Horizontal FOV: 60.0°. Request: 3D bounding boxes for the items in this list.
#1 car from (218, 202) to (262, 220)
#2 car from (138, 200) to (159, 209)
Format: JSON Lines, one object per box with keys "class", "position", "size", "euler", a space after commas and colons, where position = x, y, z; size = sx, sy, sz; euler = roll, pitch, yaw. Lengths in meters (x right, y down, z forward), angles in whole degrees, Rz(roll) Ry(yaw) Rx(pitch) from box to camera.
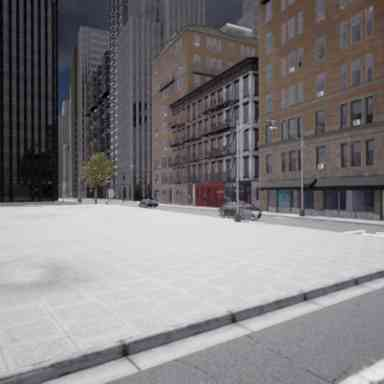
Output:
{"class": "car", "position": [4.102, 1.600, 29.032], "size": [2.128, 1.511, 4.902], "euler": [0, 0, -26]}
{"class": "car", "position": [-6.677, 1.850, 51.066], "size": [1.895, 1.301, 4.718], "euler": [0, 0, -26]}
